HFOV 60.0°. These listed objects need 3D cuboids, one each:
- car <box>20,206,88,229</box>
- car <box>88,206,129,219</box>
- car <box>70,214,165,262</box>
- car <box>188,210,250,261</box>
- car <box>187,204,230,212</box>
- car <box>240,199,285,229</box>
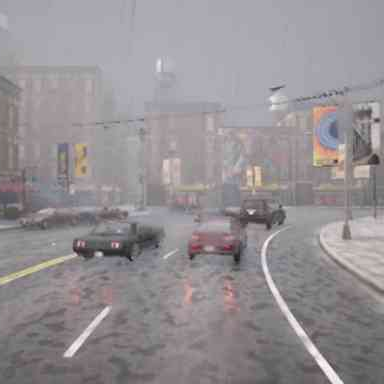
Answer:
[{"bbox_3d":[-9.920,1.773,23.755,2.002,1.452,4.674,0,-1,20],"label":"car"},{"bbox_3d":[-7.759,1.905,29.062,1.895,1.301,4.718,0,-1,30],"label":"car"},{"bbox_3d":[-2.527,1.739,12.871,1.895,1.301,4.718,0,-1,12],"label":"car"},{"bbox_3d":[1.094,1.664,12.941,1.812,1.442,4.674,0,0,13],"label":"car"},{"bbox_3d":[2.020,1.823,25.754,2.033,1.411,5.357,0,-1,29],"label":"car"},{"bbox_3d":[5.177,1.484,24.235,2.150,2.045,5.566,0,0,29],"label":"car"}]
